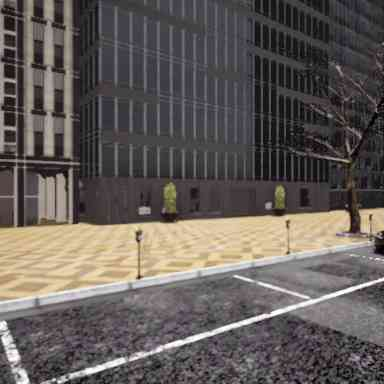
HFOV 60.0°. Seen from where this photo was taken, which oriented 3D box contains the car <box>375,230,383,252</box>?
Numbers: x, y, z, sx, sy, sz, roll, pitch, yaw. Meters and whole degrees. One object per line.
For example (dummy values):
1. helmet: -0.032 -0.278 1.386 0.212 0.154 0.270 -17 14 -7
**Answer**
1. car: 8.815 1.603 12.844 4.313 1.339 1.947 0 0 -35
